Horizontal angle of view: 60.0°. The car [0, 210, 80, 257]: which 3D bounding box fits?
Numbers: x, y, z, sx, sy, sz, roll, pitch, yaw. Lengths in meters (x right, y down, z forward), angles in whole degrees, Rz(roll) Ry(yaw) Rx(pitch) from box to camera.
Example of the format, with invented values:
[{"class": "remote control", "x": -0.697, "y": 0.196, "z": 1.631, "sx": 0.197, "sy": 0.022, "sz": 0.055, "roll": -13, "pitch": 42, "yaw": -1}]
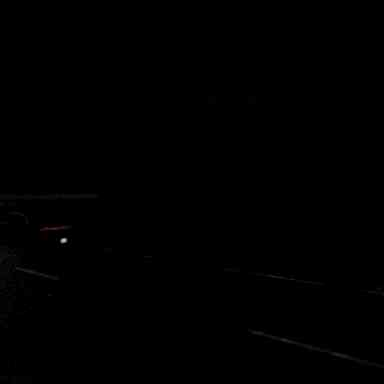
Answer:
[{"class": "car", "x": -6.359, "y": 1.432, "z": 12.814, "sx": 4.902, "sy": 1.511, "sz": 2.128, "roll": 1, "pitch": 0, "yaw": 36}]
